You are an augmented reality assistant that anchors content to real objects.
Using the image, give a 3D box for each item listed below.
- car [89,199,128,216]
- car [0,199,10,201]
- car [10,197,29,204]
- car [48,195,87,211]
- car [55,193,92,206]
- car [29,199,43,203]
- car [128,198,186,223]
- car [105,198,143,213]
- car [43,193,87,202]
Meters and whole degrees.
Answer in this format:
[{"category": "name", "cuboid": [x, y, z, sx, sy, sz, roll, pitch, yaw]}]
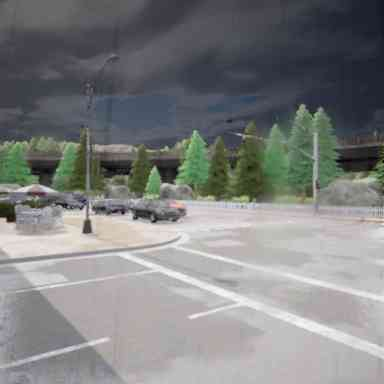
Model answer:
[{"category": "car", "cuboid": [-8.321, 1.553, 33.468, 2.033, 1.411, 5.357, 0, 0, -36]}, {"category": "car", "cuboid": [-32.530, 1.568, 53.267, 4.718, 1.301, 1.895, 0, 0, -5]}, {"category": "car", "cuboid": [-29.994, 1.551, 56.978, 4.181, 1.385, 1.994, 0, 0, -3]}, {"category": "car", "cuboid": [-15.227, 1.504, 41.025, 4.892, 1.490, 1.837, 0, 0, 37]}, {"category": "car", "cuboid": [-19.683, 1.243, 55.125, 5.566, 2.045, 2.150, 0, 0, 17]}, {"category": "car", "cuboid": [-22.379, 1.495, 52.256, 4.902, 1.511, 2.128, 0, 0, 15]}, {"category": "car", "cuboid": [-2.824, 1.357, 25.750, 2.097, 1.767, 4.553, 0, 0, -36]}, {"category": "car", "cuboid": [-7.918, 1.512, 38.392, 2.128, 1.511, 4.902, 0, 0, -40]}, {"category": "car", "cuboid": [-17.804, 1.227, 46.806, 5.566, 2.045, 2.150, 0, 0, 26]}]
